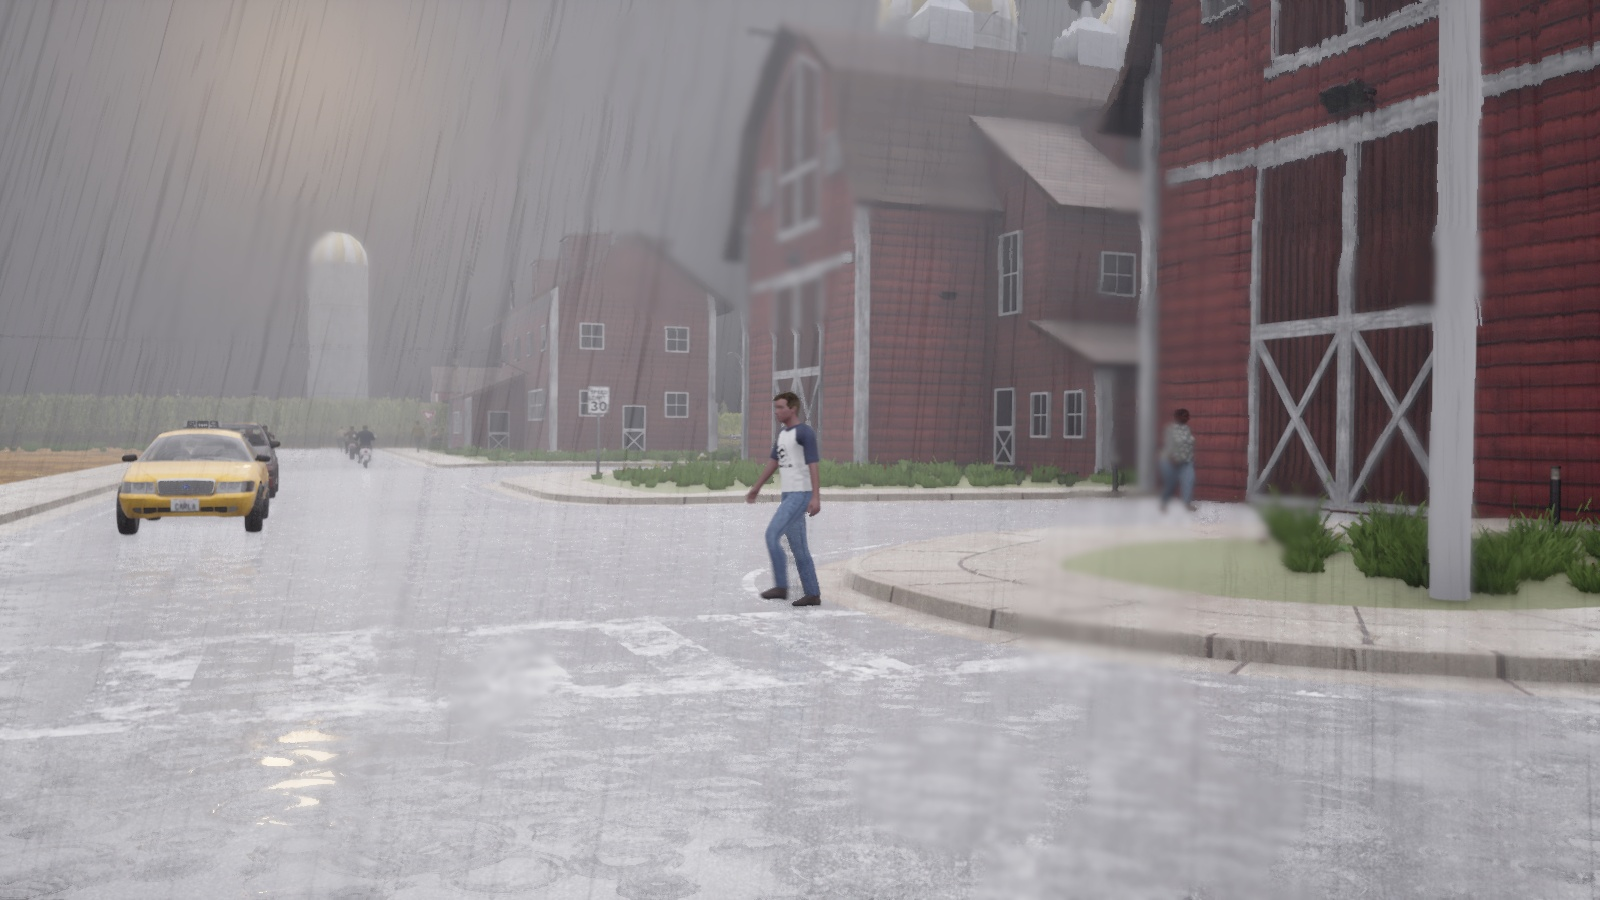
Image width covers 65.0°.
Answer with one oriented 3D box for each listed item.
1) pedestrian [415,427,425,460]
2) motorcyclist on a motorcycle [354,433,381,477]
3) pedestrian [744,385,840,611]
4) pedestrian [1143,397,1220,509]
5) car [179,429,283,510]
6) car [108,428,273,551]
[{"bbox_3d":[-21.315,-0.345,70.437,0.431,1.840,0.709,-1,1,-20],"label":"pedestrian"},{"bbox_3d":[-15.943,0.188,46.254,0.866,1.590,1.817,-1,0,-21],"label":"motorcyclist on a motorcycle"},{"bbox_3d":[-0.069,0.389,10.505,0.706,1.836,0.354,-1,1,-25],"label":"pedestrian"},{"bbox_3d":[6.468,0.042,21.301,0.874,1.855,0.900,-1,1,-21],"label":"pedestrian"},{"bbox_3d":[-12.335,0.365,27.444,1.851,1.617,3.988,-1,1,-21],"label":"car"},{"bbox_3d":[-9.015,0.484,18.960,1.801,1.575,5.366,-1,1,-21],"label":"car"}]
